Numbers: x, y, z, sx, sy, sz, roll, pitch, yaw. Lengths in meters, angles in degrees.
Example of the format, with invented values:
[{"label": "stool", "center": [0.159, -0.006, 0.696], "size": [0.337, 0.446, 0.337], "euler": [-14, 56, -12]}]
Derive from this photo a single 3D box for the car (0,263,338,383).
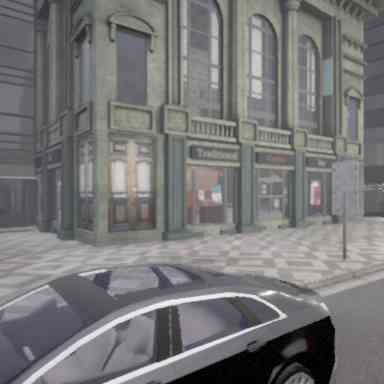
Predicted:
[{"label": "car", "center": [-0.755, 1.490, 2.821], "size": [4.902, 1.511, 2.128], "euler": [0, 0, -35]}]
